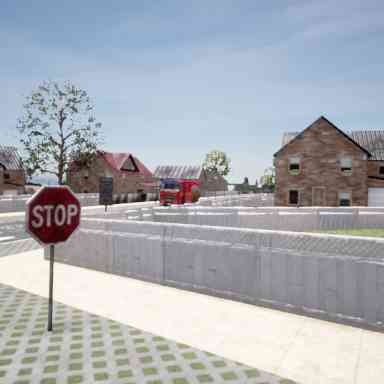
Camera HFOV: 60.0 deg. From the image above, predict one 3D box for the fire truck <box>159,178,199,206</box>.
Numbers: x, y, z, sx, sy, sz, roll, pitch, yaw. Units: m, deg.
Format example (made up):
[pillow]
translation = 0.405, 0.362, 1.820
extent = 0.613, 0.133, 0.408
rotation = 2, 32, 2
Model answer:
[fire truck]
translation = -1.633, -0.001, 47.007
extent = 2.891, 3.827, 8.468
rotation = 2, 1, 19
